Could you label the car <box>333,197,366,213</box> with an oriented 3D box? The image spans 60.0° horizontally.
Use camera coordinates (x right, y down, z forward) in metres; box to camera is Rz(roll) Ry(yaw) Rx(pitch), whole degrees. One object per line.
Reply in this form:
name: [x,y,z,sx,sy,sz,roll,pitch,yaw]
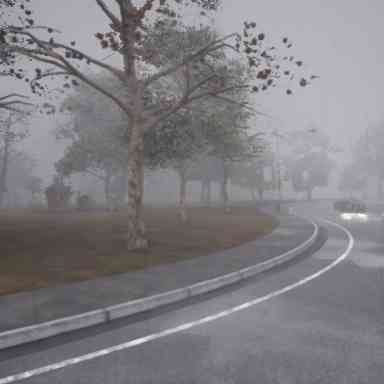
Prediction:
car: [14.738,1.188,31.309,1.994,1.385,4.181,-1,1,8]
